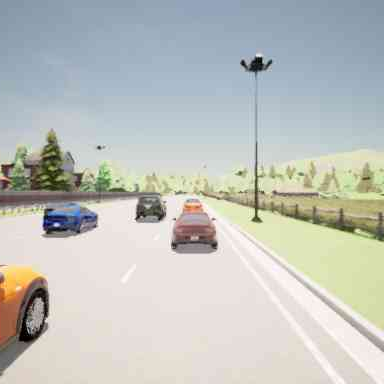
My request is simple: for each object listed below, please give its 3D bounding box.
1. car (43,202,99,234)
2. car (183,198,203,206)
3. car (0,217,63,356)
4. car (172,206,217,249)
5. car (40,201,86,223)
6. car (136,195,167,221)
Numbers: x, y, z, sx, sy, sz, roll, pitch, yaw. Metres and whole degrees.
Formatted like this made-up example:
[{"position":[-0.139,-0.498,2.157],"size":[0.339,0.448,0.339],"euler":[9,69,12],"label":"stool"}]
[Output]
[{"position":[-6.904,1.529,19.427],"size":[1.882,1.535,5.008],"euler":[0,0,0],"label":"car"},{"position":[0.093,1.447,36.103],"size":[2.097,1.767,4.553],"euler":[0,0,0],"label":"car"},{"position":[-3.402,1.361,3.664],"size":[2.097,1.767,4.553],"euler":[0,0,0],"label":"car"},{"position":[0.097,1.565,14.694],"size":[1.812,1.442,4.674],"euler":[0,0,0],"label":"car"},{"position":[-10.406,1.578,27.184],"size":[1.837,1.490,4.892],"euler":[0,0,0],"label":"car"},{"position":[-3.406,1.298,28.416],"size":[2.150,2.045,5.566],"euler":[0,0,0],"label":"car"}]
